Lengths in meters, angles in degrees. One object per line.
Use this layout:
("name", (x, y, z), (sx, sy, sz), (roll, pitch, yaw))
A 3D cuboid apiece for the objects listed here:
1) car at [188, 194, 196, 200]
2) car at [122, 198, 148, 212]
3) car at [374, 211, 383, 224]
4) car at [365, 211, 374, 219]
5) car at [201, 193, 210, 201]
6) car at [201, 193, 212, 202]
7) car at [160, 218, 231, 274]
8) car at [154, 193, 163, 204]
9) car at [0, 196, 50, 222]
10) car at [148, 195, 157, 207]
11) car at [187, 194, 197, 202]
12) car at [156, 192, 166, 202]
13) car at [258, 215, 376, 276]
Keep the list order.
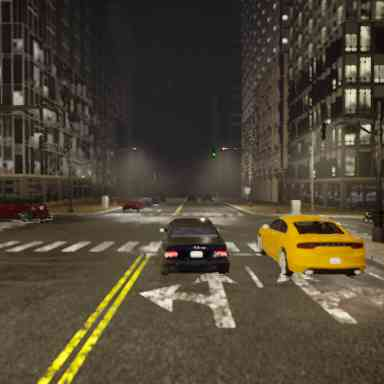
("car", (-0.019, 1.147, 79.218), (1.994, 1.385, 4.181), (0, 0, 0))
("car", (-6.608, 1.499, 37.824), (1.895, 1.301, 4.718), (0, 0, 0))
("car", (14.579, 1.603, 20.726), (4.902, 1.511, 2.128), (1, 1, 1))
("car", (15.108, 1.661, 23.821), (4.718, 1.301, 1.895), (1, 1, 1))
("car", (3.231, 1.116, 79.571), (2.097, 1.767, 4.553), (0, 0, 0))
("car", (3.233, 1.296, 69.770), (1.837, 1.490, 4.892), (0, 0, 0))
("car", (-0.037, 1.521, 10.416), (2.033, 1.411, 5.357), (0, 0, -3))
("car", (-6.532, 1.402, 57.001), (1.994, 1.385, 4.181), (0, 0, 0))
("car", (-12.801, 1.167, 23.964), (4.553, 1.767, 2.097), (1, 1, 9))
("car", (-6.586, 1.470, 46.996), (1.895, 1.301, 4.718), (0, 0, 0))
("car", (-0.016, 1.347, 69.183), (1.994, 1.385, 4.181), (0, 0, 0))
("car", (-6.517, 1.024, 67.750), (2.150, 2.045, 5.566), (0, 0, 0))
("car", (3.349, 1.451, 10.245), (1.882, 1.535, 5.008), (0, 0, 0))
